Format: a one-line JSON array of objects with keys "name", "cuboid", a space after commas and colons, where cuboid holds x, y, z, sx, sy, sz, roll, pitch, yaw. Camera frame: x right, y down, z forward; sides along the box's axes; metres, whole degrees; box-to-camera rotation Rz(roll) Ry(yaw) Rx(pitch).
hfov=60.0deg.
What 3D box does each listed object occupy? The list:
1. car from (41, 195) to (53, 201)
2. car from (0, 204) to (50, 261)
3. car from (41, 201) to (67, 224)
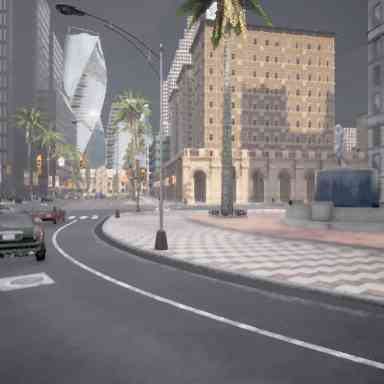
[{"name": "car", "cuboid": [-33.766, 1.511, 77.604, 2.161, 1.482, 4.786, 0, 0, -11]}, {"name": "car", "cuboid": [-6.532, 1.364, 11.813, 2.097, 1.767, 4.553, 0, 0, -30]}, {"name": "car", "cuboid": [-10.532, 1.614, 24.337, 1.895, 1.301, 4.718, 0, 0, -10]}]
